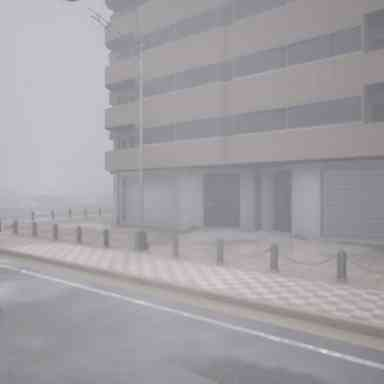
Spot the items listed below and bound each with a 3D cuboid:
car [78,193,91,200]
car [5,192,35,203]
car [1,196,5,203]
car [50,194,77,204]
[{"bbox_3d":[-29.067,1.141,89.998,1.905,1.878,3.866,0,0,35],"label":"car"},{"bbox_3d":[-39.143,1.139,75.666,1.932,1.855,4.605,0,0,35],"label":"car"},{"bbox_3d":[-41.474,1.347,77.387,1.784,1.438,3.905,0,0,35],"label":"car"},{"bbox_3d":[-25.280,1.397,66.005,1.970,1.475,3.806,0,0,35],"label":"car"}]
